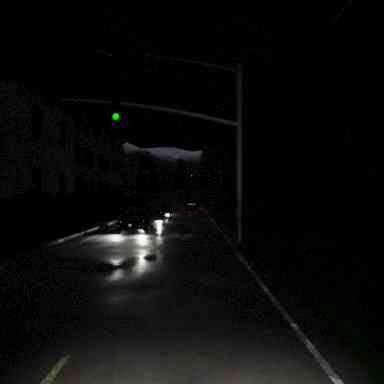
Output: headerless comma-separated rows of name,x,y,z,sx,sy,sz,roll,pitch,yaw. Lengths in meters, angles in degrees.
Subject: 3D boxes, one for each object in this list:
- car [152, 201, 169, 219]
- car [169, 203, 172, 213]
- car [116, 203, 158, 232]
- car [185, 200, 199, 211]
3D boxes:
car,-3.577,1.774,31.801,1.837,1.490,4.892,0,-1,0
car,-3.538,1.901,41.933,2.033,1.411,5.357,0,0,1
car,-3.584,1.688,21.649,1.837,1.490,4.892,0,0,0
car,0.018,1.892,47.599,2.128,1.511,4.902,0,0,0
